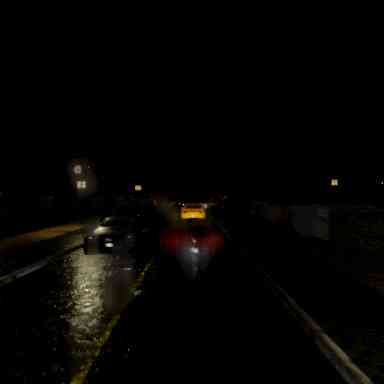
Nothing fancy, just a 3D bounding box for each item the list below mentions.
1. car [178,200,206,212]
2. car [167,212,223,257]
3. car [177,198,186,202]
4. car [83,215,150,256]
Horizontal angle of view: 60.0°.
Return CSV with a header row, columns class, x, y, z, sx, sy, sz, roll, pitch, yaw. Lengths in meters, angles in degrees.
class,x,y,z,sx,sy,sz,roll,pitch,yaw
car,0.098,1.636,26.628,1.882,1.535,5.008,0,0,0
car,0.095,1.671,13.262,1.895,1.301,4.718,0,0,0
car,-2.720,2.255,87.566,2.128,1.511,4.902,0,-1,0
car,-2.843,1.635,13.376,1.994,1.385,4.181,0,0,0
